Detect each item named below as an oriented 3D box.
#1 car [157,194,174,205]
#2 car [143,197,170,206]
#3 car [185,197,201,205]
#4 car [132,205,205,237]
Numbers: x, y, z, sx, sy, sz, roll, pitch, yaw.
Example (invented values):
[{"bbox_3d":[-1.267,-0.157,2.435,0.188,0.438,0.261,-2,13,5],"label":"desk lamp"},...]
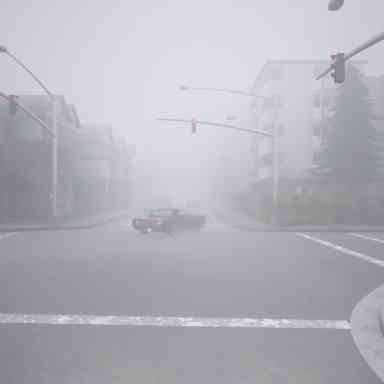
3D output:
[{"bbox_3d":[-3.566,1.221,42.900,2.150,2.045,5.566,0,0,0],"label":"car"},{"bbox_3d":[-3.589,1.491,32.324,2.128,1.511,4.902,0,0,0],"label":"car"},{"bbox_3d":[0.117,1.488,45.474,2.128,1.511,4.902,0,0,0],"label":"car"},{"bbox_3d":[-1.019,1.538,17.686,1.895,1.301,4.718,0,-1,27],"label":"car"}]
